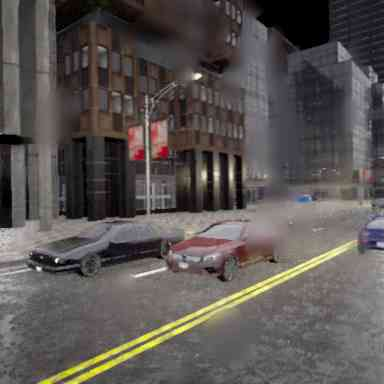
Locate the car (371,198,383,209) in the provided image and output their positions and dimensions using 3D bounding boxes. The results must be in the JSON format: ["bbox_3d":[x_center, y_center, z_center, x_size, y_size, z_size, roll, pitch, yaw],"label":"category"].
[{"bbox_3d":[25.935,1.663,45.483,1.837,1.490,4.892,-1,-1,39],"label":"car"}]

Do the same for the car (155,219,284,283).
[{"bbox_3d":[1.250,1.599,10.227,1.812,1.442,4.674,-1,-1,39],"label":"car"}]

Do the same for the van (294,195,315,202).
[{"bbox_3d":[26.250,1.634,78.778,3.998,1.788,1.690,-1,0,39],"label":"van"}]

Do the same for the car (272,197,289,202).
[{"bbox_3d":[21.878,1.913,82.352,4.206,1.307,1.802,-1,0,39],"label":"car"}]

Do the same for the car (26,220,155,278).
[{"bbox_3d":[-2.390,1.659,10.905,2.033,1.411,5.357,-1,-1,39],"label":"car"}]

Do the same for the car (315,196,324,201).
[{"bbox_3d":[31.644,1.750,85.382,4.313,1.339,1.947,-1,0,39],"label":"car"}]

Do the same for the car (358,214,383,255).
[{"bbox_3d":[7.659,1.560,12.628,1.812,1.442,4.674,-1,-1,39],"label":"car"}]
